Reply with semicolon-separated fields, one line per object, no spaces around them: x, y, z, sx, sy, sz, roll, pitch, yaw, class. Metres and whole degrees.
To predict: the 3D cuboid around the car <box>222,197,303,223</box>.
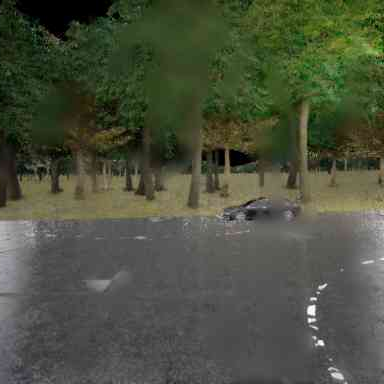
4.313;1.097;20.540;4.892;1.490;1.837;-2;2;-1;car
